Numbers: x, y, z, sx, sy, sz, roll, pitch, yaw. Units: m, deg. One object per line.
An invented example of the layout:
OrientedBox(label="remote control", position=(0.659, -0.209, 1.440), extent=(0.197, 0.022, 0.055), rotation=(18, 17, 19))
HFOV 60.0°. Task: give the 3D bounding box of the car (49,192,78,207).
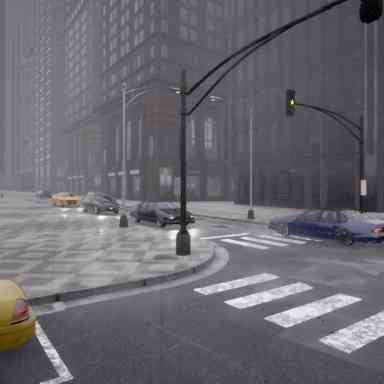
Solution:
OrientedBox(label="car", position=(-13.881, 0.798, 36.621), extent=(1.882, 1.535, 5.008), rotation=(0, 1, -35))

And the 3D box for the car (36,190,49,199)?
OrientedBox(label="car", position=(-26.715, 0.390, 59.810), extent=(1.837, 1.490, 4.892), rotation=(0, 1, -36))

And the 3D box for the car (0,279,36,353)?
OrientedBox(label="car", position=(-4.366, 1.525, 3.530), extent=(4.829, 1.417, 1.752), rotation=(0, 0, -36))

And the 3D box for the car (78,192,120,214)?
OrientedBox(label="car", position=(-7.784, 1.011, 28.176), extent=(1.837, 1.490, 4.892), rotation=(0, 1, -36))

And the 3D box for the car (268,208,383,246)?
OrientedBox(label="car", position=(5.944, 1.413, 14.650), extent=(2.033, 1.411, 5.357), rotation=(0, 1, -36))

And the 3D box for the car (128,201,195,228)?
OrientedBox(label="car", position=(-2.015, 1.236, 20.193), extent=(2.033, 1.411, 5.357), rotation=(0, 1, -36))
